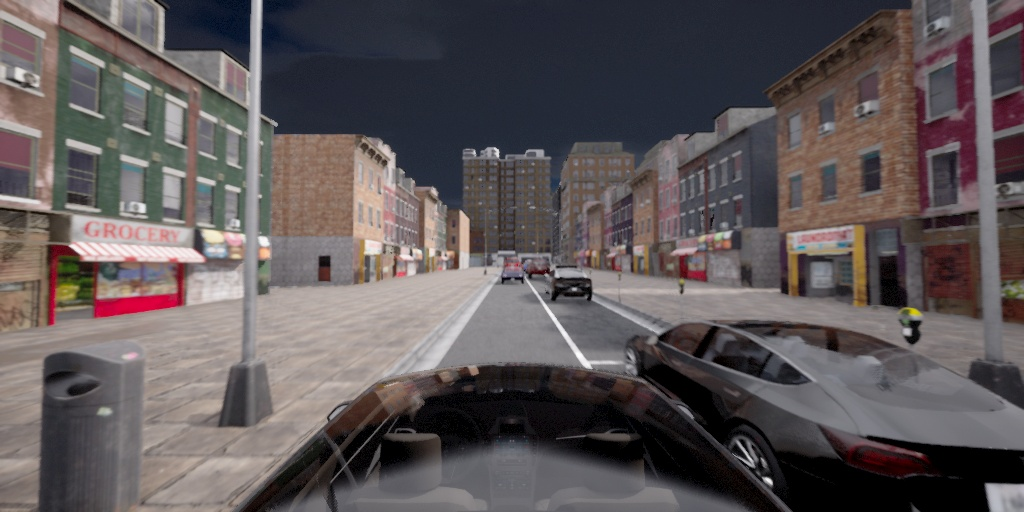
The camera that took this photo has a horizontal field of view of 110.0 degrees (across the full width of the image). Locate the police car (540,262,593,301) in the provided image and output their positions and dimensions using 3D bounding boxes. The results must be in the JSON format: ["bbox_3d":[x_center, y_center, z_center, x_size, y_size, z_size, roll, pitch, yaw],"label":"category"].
[{"bbox_3d":[2.753,1.275,18.346,1.930,1.638,5.238,0,0,0],"label":"police car"}]

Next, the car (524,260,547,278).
[{"bbox_3d":[2.645,1.311,36.572,2.192,1.841,5.009,0,0,0],"label":"car"}]

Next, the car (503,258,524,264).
[{"bbox_3d":[0.059,1.292,44.200,2.150,2.045,5.566,0,0,1],"label":"car"}]

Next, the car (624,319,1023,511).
[{"bbox_3d":[2.640,1.327,3.949,1.948,1.339,4.313,0,0,0],"label":"car"}]

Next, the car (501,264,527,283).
[{"bbox_3d":[0.063,1.539,29.857,1.895,1.301,4.718,0,0,0],"label":"car"}]
